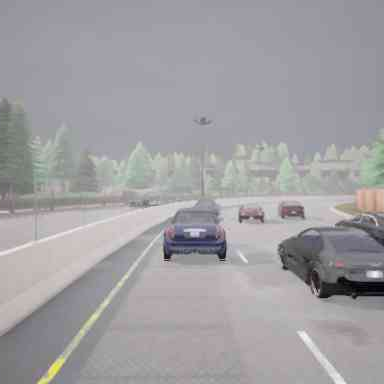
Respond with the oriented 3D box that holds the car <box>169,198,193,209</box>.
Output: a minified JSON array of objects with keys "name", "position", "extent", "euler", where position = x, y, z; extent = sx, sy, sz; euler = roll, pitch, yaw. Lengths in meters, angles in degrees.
[{"name":"car","position":[-1.476,1.575,46.429],"extent":[1.994,1.385,4.181],"euler":[0,0,20]}]

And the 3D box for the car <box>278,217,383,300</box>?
[{"name":"car","position":[3.569,1.566,8.465],"extent":[1.994,1.385,4.181],"euler":[0,0,1]}]

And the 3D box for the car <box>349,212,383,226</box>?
[{"name":"car","position":[7.121,1.495,12.816],"extent":[2.128,1.511,4.902],"euler":[0,0,1]}]

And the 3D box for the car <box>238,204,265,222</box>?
[{"name":"car","position":[4.595,1.607,26.216],"extent":[1.895,1.301,4.718],"euler":[0,0,8]}]

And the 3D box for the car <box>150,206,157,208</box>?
[{"name":"car","position":[-4.644,1.611,48.083],"extent":[1.895,1.301,4.718],"euler":[0,0,19]}]

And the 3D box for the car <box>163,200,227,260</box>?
[{"name":"car","position":[0.117,1.355,12.648],"extent":[2.097,1.767,4.553],"euler":[0,0,1]}]

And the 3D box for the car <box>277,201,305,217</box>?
[{"name":"car","position":[8.652,1.484,29.310],"extent":[1.882,1.535,5.008],"euler":[0,0,10]}]
